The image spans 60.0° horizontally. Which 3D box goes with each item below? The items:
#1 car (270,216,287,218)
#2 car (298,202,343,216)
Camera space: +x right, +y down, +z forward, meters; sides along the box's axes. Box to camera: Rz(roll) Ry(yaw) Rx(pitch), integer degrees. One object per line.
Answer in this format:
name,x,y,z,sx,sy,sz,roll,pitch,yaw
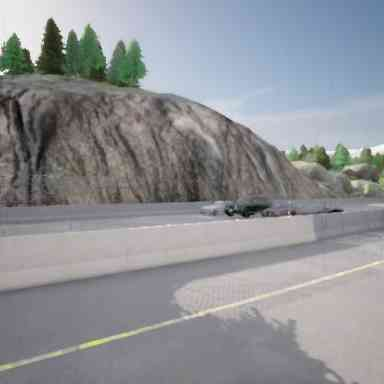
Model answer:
car,7.889,1.641,28.626,4.181,1.385,1.994,0,0,-42
car,9.891,1.546,25.725,5.008,1.535,1.882,0,0,-42
